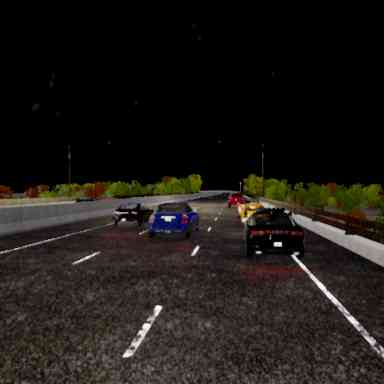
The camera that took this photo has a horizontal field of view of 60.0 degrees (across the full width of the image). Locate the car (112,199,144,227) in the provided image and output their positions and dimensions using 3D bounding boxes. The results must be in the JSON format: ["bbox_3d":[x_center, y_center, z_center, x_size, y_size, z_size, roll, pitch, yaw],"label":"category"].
[{"bbox_3d":[-3.820,1.469,22.498,2.128,1.511,4.902,0,0,7],"label":"car"}]

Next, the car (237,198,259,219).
[{"bbox_3d":[4.240,1.434,22.872,1.801,1.575,5.366,0,0,7],"label":"car"}]

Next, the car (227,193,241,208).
[{"bbox_3d":[6.222,1.174,47.098,2.150,2.045,5.566,0,0,7],"label":"car"}]

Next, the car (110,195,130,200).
[{"bbox_3d":[-10.810,1.471,52.622,1.812,1.442,4.674,0,0,7],"label":"car"}]

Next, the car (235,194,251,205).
[{"bbox_3d":[4.960,1.324,28.607,2.097,1.767,4.553,0,0,7],"label":"car"}]

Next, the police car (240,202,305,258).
[{"bbox_3d":[2.985,1.413,12.870,1.930,1.638,5.238,0,0,7],"label":"police car"}]

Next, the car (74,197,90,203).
[{"bbox_3d":[-17.640,1.507,54.340,1.994,1.385,4.181,0,0,7],"label":"car"}]

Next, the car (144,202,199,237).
[{"bbox_3d":[-0.855,1.337,18.037,2.097,1.767,4.553,0,0,8],"label":"car"}]

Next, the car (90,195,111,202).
[{"bbox_3d":[-14.148,1.294,54.082,2.097,1.767,4.553,0,0,7],"label":"car"}]

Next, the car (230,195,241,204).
[{"bbox_3d":[8.365,1.425,64.182,2.128,1.511,4.902,0,0,7],"label":"car"}]
